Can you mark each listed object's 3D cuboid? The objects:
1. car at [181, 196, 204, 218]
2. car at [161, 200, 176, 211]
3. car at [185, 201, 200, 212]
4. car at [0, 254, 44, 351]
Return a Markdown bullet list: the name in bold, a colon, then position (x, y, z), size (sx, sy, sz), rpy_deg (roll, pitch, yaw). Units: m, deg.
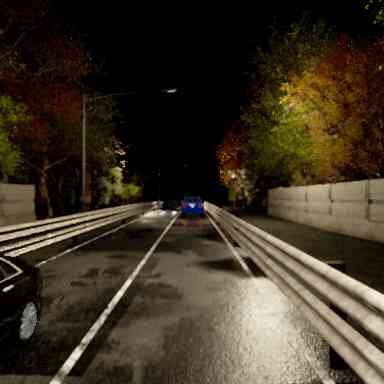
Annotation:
- **car**: position (0.055, 1.461, 33.300), size (2.150, 2.045, 5.566), rpy_deg (0, -1, 0)
- **car**: position (-3.254, 1.922, 47.069), size (1.882, 1.535, 5.008), rpy_deg (0, -1, 0)
- **car**: position (0.087, 1.965, 45.419), size (2.033, 1.411, 5.357), rpy_deg (0, -1, 0)
- **car**: position (-3.345, 1.524, 3.586), size (1.837, 1.490, 4.892), rpy_deg (0, 0, 0)
